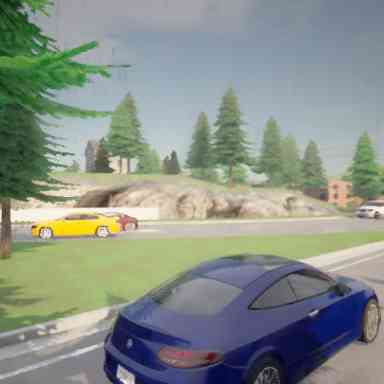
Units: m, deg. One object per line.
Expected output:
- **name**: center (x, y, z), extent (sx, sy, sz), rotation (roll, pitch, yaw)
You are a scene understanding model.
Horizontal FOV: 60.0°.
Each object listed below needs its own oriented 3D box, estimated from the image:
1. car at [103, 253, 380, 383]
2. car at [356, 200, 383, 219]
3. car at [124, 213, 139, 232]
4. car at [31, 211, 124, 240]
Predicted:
- **car**: center (1.050, 1.630, 4.766), extent (4.674, 1.442, 1.812), rotation (1, -1, -43)
- **car**: center (21.263, 2.003, 38.196), extent (5.566, 2.045, 2.150), rotation (0, -1, -30)
- **car**: center (-5.866, 2.074, 23.643), extent (4.181, 1.385, 1.994), rotation (0, -1, -14)
- **car**: center (-6.786, 1.909, 19.778), extent (5.008, 1.535, 1.882), rotation (0, -1, -15)
